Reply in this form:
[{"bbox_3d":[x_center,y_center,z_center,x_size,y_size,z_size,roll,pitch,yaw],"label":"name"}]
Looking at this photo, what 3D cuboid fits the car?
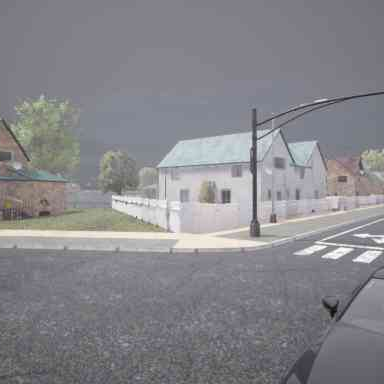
[{"bbox_3d":[2.520,1.524,3.395,1.812,1.442,4.674,0,0,42],"label":"car"}]
